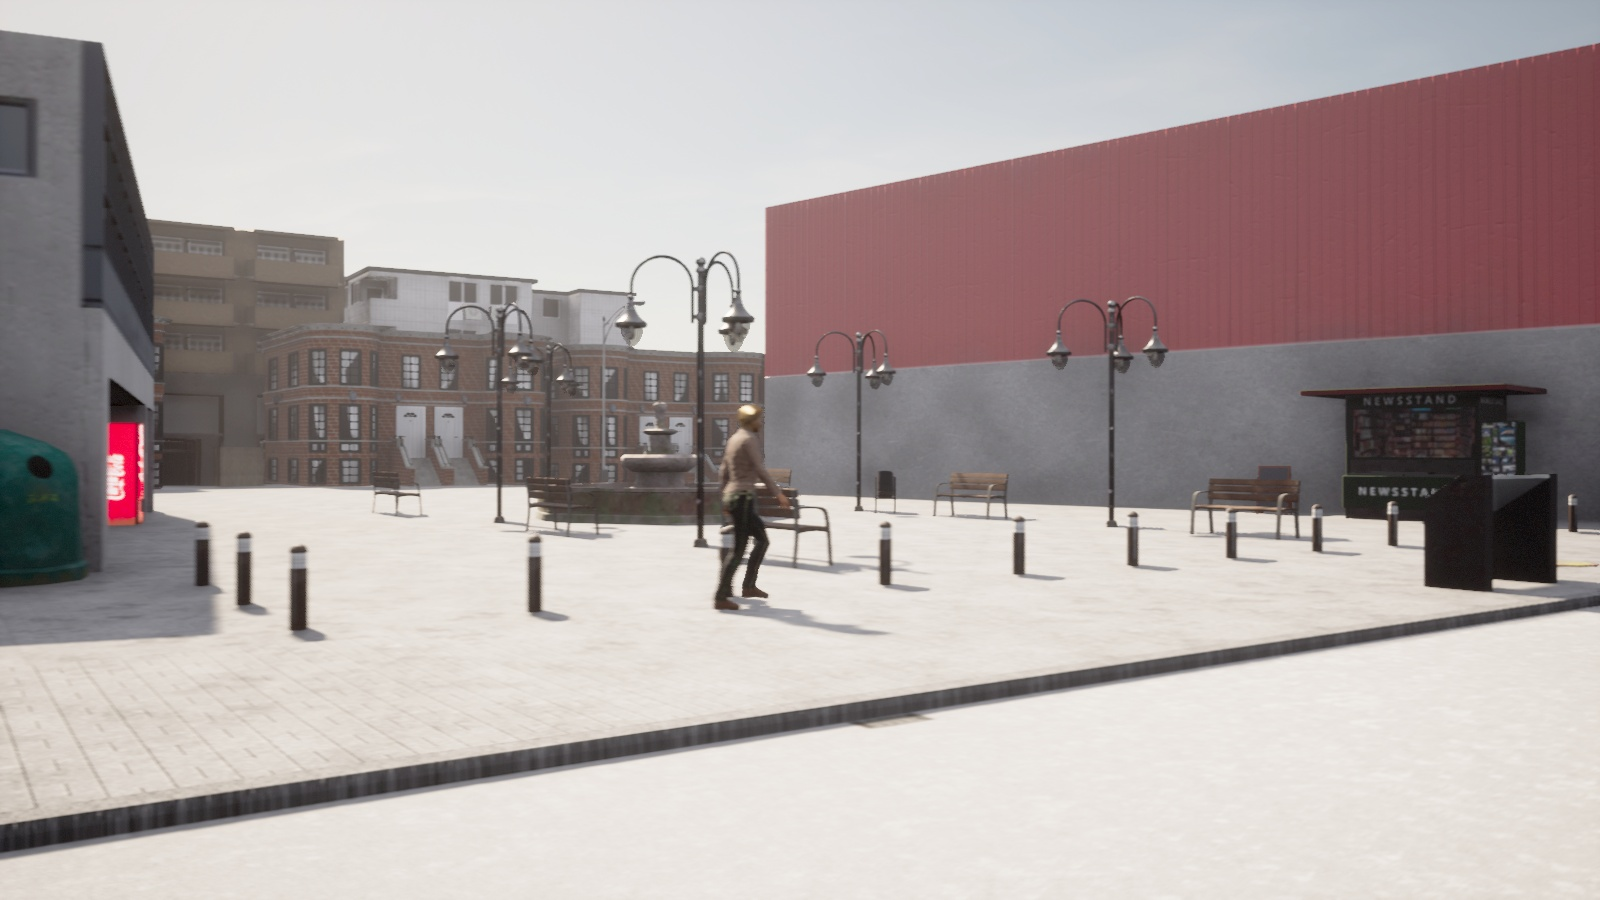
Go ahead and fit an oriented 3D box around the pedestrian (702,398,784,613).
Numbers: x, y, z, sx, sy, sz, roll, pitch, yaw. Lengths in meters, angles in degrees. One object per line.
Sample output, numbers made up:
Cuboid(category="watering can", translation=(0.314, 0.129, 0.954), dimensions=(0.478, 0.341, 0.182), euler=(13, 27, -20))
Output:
Cuboid(category="pedestrian", translation=(-0.503, 0.480, 11.068), dimensions=(0.634, 1.846, 0.331), euler=(0, 0, -23))
